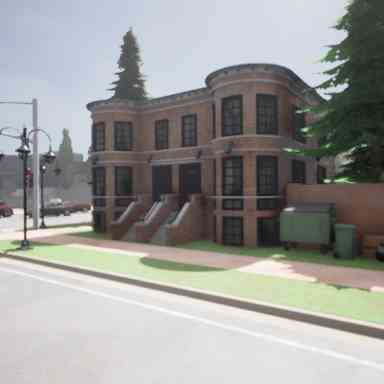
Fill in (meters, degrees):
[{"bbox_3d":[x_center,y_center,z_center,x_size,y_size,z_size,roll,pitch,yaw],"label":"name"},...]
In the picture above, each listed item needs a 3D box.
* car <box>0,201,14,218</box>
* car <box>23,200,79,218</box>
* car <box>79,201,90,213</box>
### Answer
[{"bbox_3d":[-19.559,1.626,31.501,2.097,1.767,4.553,-1,0,35],"label":"car"},{"bbox_3d":[-14.172,1.751,33.112,1.837,1.490,4.892,-1,0,34],"label":"car"},{"bbox_3d":[-14.345,1.753,39.107,1.882,1.535,5.008,-1,0,33],"label":"car"}]
